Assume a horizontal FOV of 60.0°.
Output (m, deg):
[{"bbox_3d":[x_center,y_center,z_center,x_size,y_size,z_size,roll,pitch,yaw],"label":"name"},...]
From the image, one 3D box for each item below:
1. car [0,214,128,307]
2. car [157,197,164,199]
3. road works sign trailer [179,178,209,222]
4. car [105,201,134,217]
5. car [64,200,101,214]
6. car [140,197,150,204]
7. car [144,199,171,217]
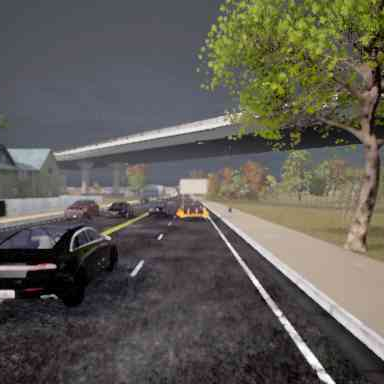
[{"bbox_3d":[-3.153,1.529,8.061,2.128,1.511,4.902,0,0,0],"label":"car"},{"bbox_3d":[-6.777,1.832,71.425,2.128,1.511,4.902,0,0,-1],"label":"car"},{"bbox_3d":[0.125,0.594,27.862,2.380,3.560,2.880,0,0,-3],"label":"road works sign trailer"},{"bbox_3d":[-6.607,1.649,30.713,1.837,1.490,4.892,0,-1,0],"label":"car"},{"bbox_3d":[-9.858,1.491,30.145,2.097,1.767,4.553,0,0,0],"label":"car"},{"bbox_3d":[-10.027,1.808,71.390,1.837,1.490,4.892,0,0,-1],"label":"car"},{"bbox_3d":[-3.174,1.703,33.108,2.033,1.411,5.357,0,0,0],"label":"car"}]
